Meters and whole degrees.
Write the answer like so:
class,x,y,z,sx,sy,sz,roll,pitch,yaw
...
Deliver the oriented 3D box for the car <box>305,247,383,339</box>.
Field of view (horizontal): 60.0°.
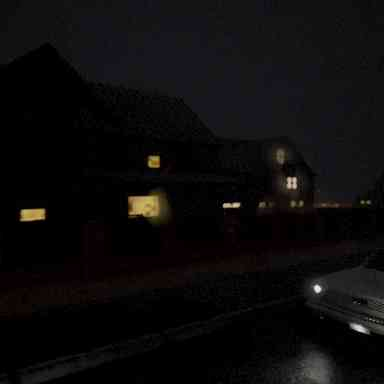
class,x,y,z,sx,sy,sz,roll,pitch,yaw
car,4.207,1.690,6.108,4.718,1.301,1.895,1,-1,-36
